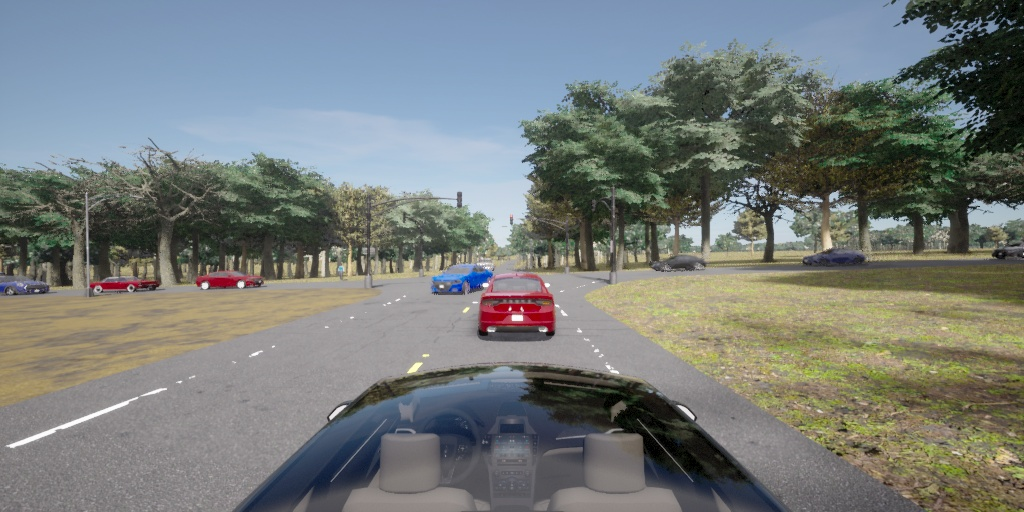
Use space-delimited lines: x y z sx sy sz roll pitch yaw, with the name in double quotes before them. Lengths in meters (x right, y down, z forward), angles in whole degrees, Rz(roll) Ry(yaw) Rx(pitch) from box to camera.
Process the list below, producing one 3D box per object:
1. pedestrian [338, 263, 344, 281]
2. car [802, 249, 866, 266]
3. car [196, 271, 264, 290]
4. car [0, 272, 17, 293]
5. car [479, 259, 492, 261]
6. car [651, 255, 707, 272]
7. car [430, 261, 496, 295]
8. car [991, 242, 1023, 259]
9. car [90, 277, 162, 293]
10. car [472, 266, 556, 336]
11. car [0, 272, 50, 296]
"pedestrian" -17.905 1.665 37.570 0.375 1.860 0.375 0 1 3
"car" 28.402 0.108 31.688 4.674 1.442 1.812 -2 -1 2
"car" -23.682 1.973 30.224 5.008 1.535 1.882 -2 -1 2
"car" -52.812 2.699 35.247 5.566 2.045 2.150 -2 -1 3
"car" -3.910 1.391 53.011 2.150 2.045 5.566 0 -1 1
"car" 14.860 0.641 32.043 4.674 1.442 1.812 -2 -1 -1
"car" -2.695 1.233 20.047 1.882 1.535 5.008 -1 0 18
"car" 44.746 -0.535 30.976 4.892 1.490 1.837 -3 -1 3
"car" -33.040 2.415 30.647 4.718 1.301 1.895 -2 -1 3
"car" 0.129 1.229 10.446 1.882 1.535 5.008 0 0 0
"car" -43.321 2.500 31.141 4.553 1.767 2.097 -2 -1 3
